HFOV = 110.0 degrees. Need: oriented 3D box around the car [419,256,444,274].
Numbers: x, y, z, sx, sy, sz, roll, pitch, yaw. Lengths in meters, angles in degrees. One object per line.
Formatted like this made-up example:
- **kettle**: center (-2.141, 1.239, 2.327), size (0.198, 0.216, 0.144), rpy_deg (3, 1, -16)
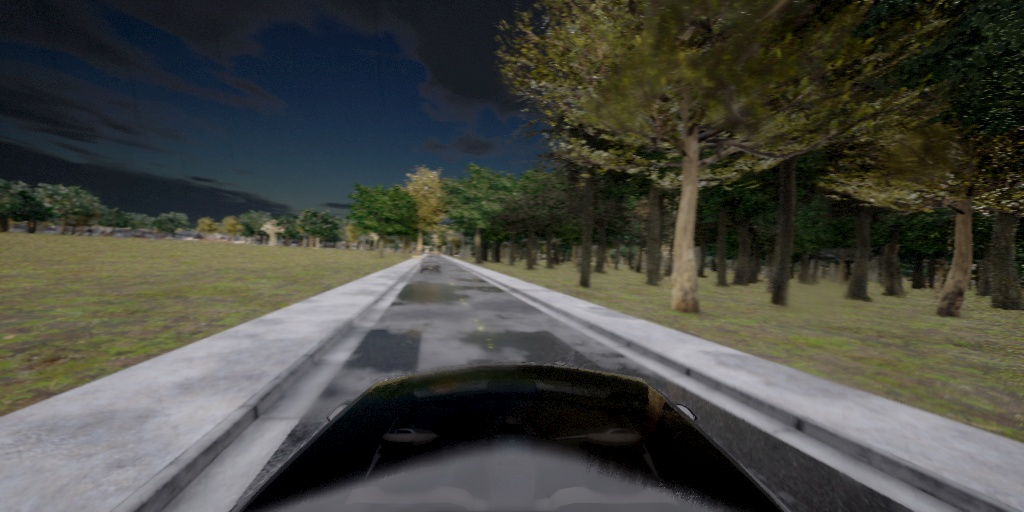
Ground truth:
- **car**: center (-7.608, 0.807, 33.736), size (1.837, 1.490, 4.892), rpy_deg (3, 0, -13)
